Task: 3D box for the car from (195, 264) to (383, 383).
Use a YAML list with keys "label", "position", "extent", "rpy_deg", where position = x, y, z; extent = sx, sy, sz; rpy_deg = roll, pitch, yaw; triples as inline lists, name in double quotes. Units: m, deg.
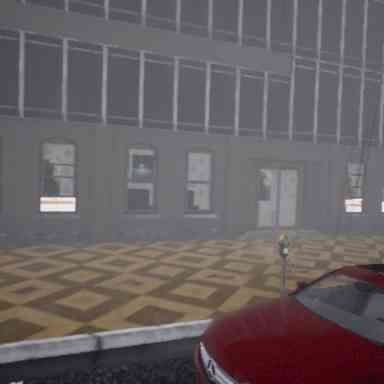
- label: "car"
  position: [2.118, 1.522, 3.635]
  extent: [4.206, 1.307, 1.802]
  rpy_deg: [1, 2, -20]
